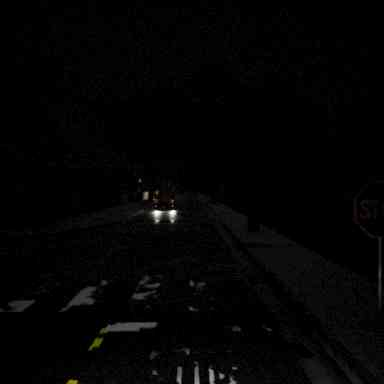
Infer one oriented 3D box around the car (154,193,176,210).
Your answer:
[{"bbox_3d":[-2.766,0.920,35.074,2.097,1.767,4.553,0,1,0],"label":"car"}]
